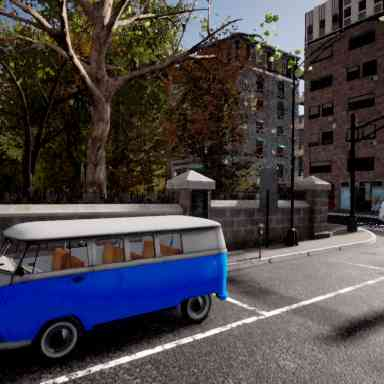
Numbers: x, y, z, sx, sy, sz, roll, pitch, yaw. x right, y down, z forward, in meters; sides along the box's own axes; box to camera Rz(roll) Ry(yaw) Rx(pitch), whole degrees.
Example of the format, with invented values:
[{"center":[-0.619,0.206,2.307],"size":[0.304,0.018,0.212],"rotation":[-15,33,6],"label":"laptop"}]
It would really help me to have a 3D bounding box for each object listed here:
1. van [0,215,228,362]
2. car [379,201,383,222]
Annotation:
[{"center":[-1.246,1.342,5.613],"size":[3.998,1.788,1.690],"rotation":[0,1,-36],"label":"van"},{"center":[13.129,1.216,18.476],"size":[2.150,2.045,5.566],"rotation":[1,0,-14],"label":"car"}]
